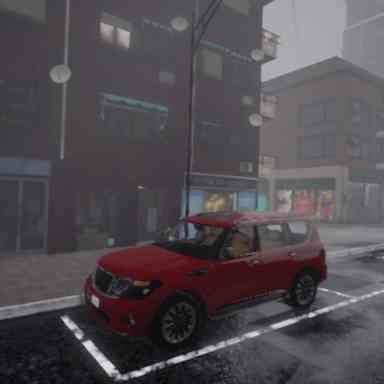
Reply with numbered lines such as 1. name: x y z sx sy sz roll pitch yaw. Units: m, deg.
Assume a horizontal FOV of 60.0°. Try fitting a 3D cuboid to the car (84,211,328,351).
1. car: 0.595 1.355 6.488 5.009 1.841 2.192 1 1 -35
